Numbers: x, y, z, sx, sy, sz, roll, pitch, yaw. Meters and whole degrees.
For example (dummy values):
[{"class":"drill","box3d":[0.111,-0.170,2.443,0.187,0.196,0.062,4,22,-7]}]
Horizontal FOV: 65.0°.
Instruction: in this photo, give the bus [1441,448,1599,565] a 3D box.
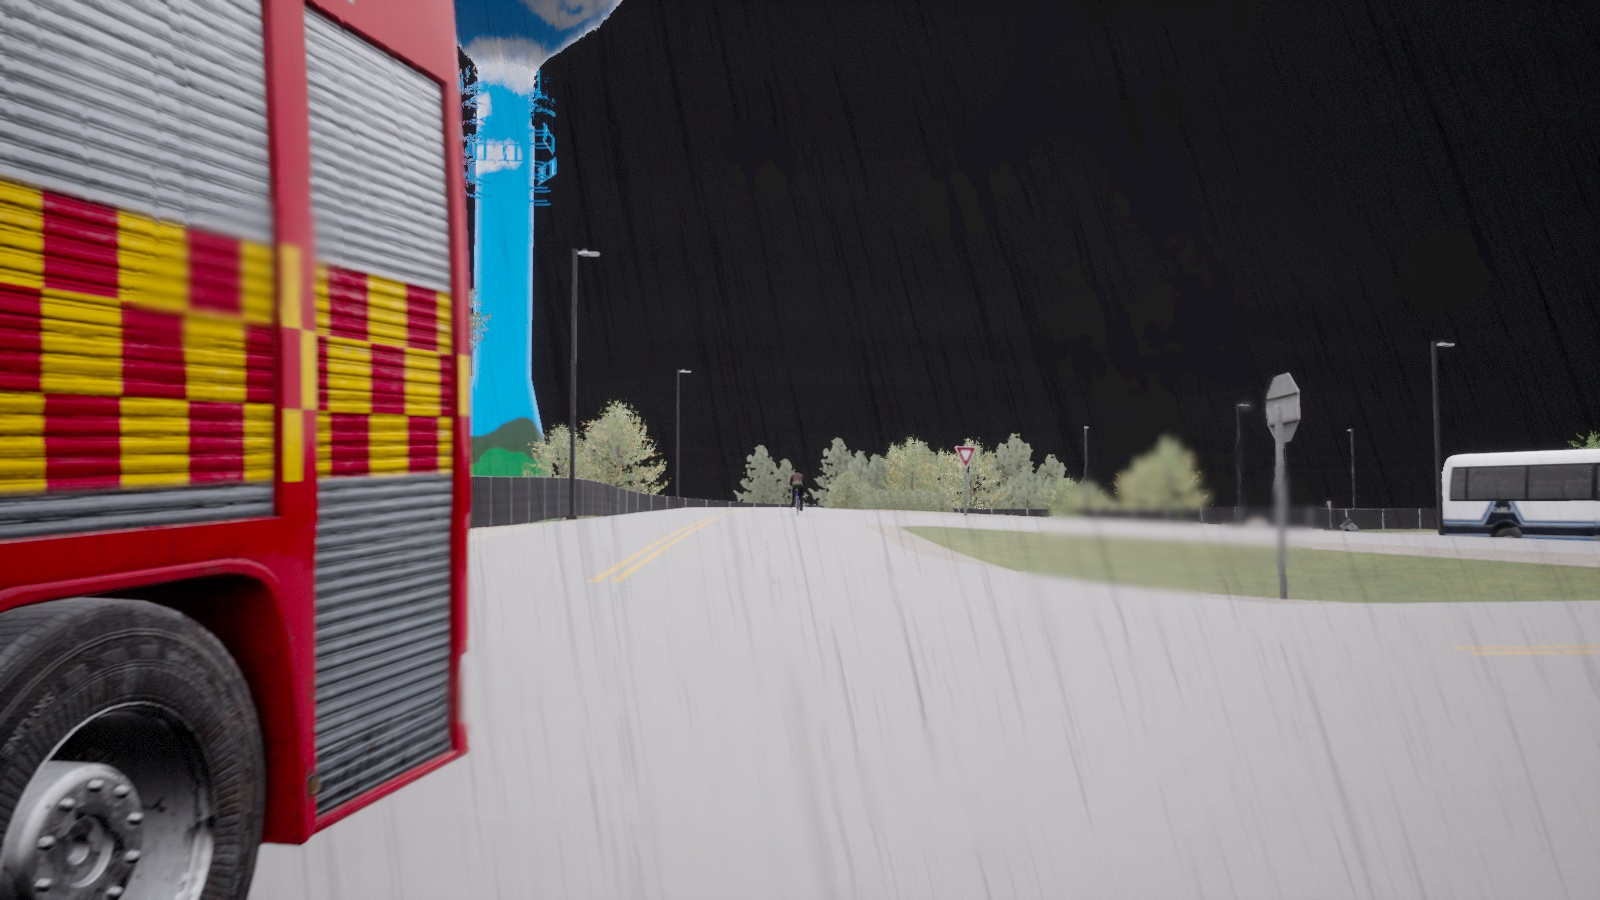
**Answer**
[{"class":"bus","box3d":[30.283,2.129,47.498,3.944,4.253,10.273,1,-3,-27]}]

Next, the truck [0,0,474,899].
[{"class":"truck","box3d":[-3.407,-0.415,0.560,2.891,3.827,8.468,0,0,11]}]

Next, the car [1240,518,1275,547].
[{"class":"car","box3d":[27.989,5.026,76.771,1.801,1.575,5.366,-5,-4,20]}]
